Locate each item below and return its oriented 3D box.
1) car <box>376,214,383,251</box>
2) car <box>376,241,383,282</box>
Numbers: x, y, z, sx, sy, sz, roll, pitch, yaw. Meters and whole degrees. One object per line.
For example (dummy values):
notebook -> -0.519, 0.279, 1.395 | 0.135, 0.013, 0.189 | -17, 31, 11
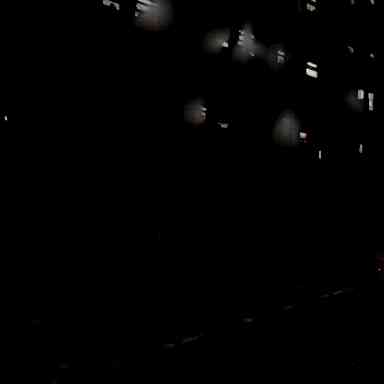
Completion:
car -> 9.426, 1.565, 13.308 | 4.313, 1.339, 1.947 | 0, 0, -36
car -> 6.743, 1.217, 8.077 | 5.566, 2.045, 2.150 | -1, 0, -35
